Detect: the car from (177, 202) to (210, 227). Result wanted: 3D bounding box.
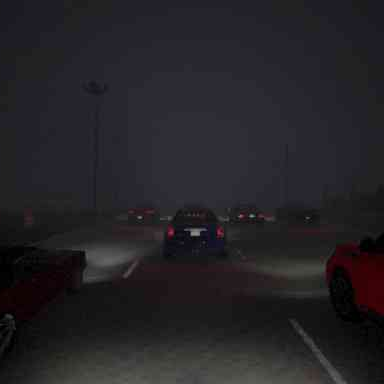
[{"bbox_3d":[0.099,1.498,23.408,2.033,1.411,5.357,0,0,0],"label":"car"}]

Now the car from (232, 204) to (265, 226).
[{"bbox_3d":[3.599,1.500,22.664,2.033,1.411,5.357,0,0,0],"label":"car"}]

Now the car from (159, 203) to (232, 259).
[{"bbox_3d":[0.101,1.326,12.661,2.097,1.767,4.553,0,0,0],"label":"car"}]

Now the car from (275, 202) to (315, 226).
[{"bbox_3d":[7.099,1.429,22.907,1.882,1.535,5.008,0,0,0],"label":"car"}]

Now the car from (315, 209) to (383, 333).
[{"bbox_3d":[3.598,1.214,3.965,2.150,2.045,5.566,0,0,1],"label":"car"}]

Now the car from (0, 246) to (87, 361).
[{"bbox_3d":[-3.400,1.589,5.774,1.895,1.301,4.718,0,0,0],"label":"car"}]

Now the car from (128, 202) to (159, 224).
[{"bbox_3d":[-3.402,1.476,23.985,1.812,1.442,4.674,0,0,0],"label":"car"}]
